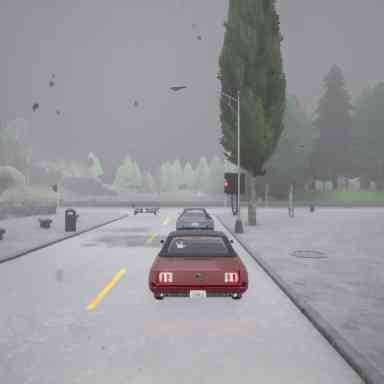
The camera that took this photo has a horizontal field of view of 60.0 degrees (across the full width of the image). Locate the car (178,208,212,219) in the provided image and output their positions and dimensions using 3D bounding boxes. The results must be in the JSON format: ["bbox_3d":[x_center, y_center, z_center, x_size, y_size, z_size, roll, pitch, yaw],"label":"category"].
[{"bbox_3d":[0.157,1.564,18.413,1.994,1.385,4.181,0,0,0],"label":"car"}]

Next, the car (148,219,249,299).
[{"bbox_3d":[0.125,1.601,8.373,1.895,1.301,4.718,0,0,0],"label":"car"}]

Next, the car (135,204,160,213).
[{"bbox_3d":[-3.909,1.367,29.420,1.994,1.385,4.181,0,0,0],"label":"car"}]
